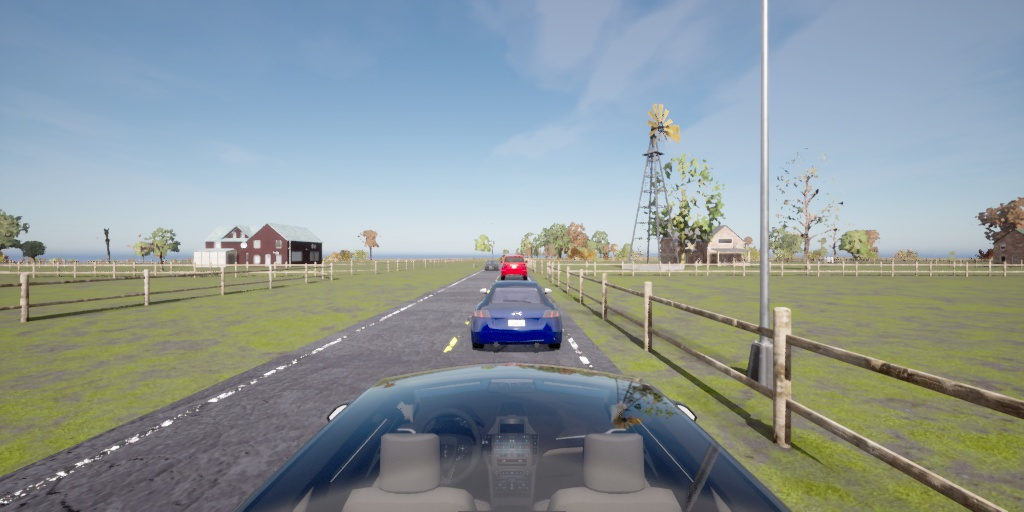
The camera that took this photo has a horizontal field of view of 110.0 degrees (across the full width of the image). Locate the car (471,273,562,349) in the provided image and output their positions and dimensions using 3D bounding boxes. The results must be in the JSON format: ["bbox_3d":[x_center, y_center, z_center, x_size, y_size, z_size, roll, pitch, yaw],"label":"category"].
[{"bbox_3d":[0.100,1.313,9.195,1.994,1.385,4.181,0,0,0],"label":"car"}]

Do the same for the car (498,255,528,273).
[{"bbox_3d":[0.176,0.966,30.720,2.150,2.045,5.566,0,0,0],"label":"car"}]

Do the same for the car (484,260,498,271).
[{"bbox_3d":[-2.641,1.244,47.867,1.837,1.490,4.892,0,-1,1],"label":"car"}]
